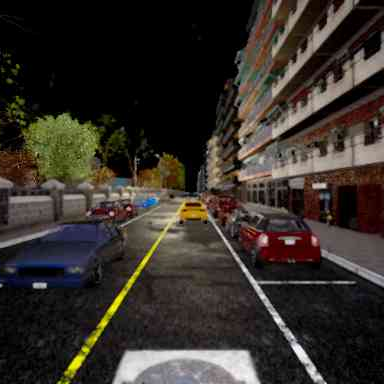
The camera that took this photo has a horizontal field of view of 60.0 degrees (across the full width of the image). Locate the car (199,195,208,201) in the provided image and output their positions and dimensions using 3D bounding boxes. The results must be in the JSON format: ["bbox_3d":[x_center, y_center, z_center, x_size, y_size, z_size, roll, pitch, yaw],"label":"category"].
[{"bbox_3d":[2.695,1.316,78.640,1.947,1.339,4.313,0,0,0],"label":"car"}]

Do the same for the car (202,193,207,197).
[{"bbox_3d":[2.695,1.274,44.857,1.967,1.590,4.097,0,0,0],"label":"car"}]

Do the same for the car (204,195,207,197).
[{"bbox_3d":[2.694,1.396,39.229,1.887,1.381,4.507,0,0,0],"label":"car"}]

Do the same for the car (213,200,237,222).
[{"bbox_3d":[2.694,1.455,22.338,1.887,1.381,4.507,0,0,0],"label":"car"}]

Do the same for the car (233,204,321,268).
[{"bbox_3d":[2.694,1.394,11.078,1.967,1.590,4.097,0,0,0],"label":"car"}]

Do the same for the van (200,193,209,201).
[{"bbox_3d":[2.696,1.104,73.009,1.690,1.788,3.998,0,0,0],"label":"van"}]

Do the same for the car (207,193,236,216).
[{"bbox_3d":[2.695,1.205,27.967,2.192,1.841,5.009,0,0,0],"label":"car"}]

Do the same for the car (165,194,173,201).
[{"bbox_3d":[-5.685,1.289,72.840,1.752,1.417,4.829,0,0,0],"label":"car"}]

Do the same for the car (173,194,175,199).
[{"bbox_3d":[-5.684,1.289,89.902,1.947,1.339,4.313,0,0,0],"label":"car"}]

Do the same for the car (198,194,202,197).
[{"bbox_3d":[0.098,1.394,46.409,1.994,1.385,4.181,0,0,0],"label":"car"}]

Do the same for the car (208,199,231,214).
[{"bbox_3d":[2.694,1.420,33.599,2.008,1.369,4.403,0,0,0],"label":"car"}]

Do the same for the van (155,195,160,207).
[{"bbox_3d":[-5.685,1.175,44.857,1.690,1.788,3.998,0,0,0],"label":"van"}]

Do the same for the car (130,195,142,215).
[{"bbox_3d":[-5.686,1.330,27.968,1.967,1.590,4.097,0,0,0],"label":"car"}]

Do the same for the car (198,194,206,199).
[{"bbox_3d":[2.696,1.268,89.901,1.887,1.381,4.507,0,0,0],"label":"car"}]

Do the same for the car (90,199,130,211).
[{"bbox_3d":[-5.687,1.351,22.339,1.967,1.590,4.097,0,0,0],"label":"car"}]

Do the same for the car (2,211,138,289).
[{"bbox_3d":[-3.079,1.508,9.415,2.033,1.411,5.357,0,0,0],"label":"car"}]

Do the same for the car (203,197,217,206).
[{"bbox_3d":[2.694,1.400,50.489,1.802,1.307,4.206,0,0,0],"label":"car"}]

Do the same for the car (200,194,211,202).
[{"bbox_3d":[2.695,1.216,67.378,1.967,1.590,4.097,0,0,0],"label":"car"}]

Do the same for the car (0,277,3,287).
[{"bbox_3d":[-5.687,1.292,5.447,2.192,1.841,5.009,0,0,0],"label":"car"}]

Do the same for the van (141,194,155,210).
[{"bbox_3d":[-5.686,1.192,39.228,1.690,1.788,3.998,0,0,0],"label":"van"}]

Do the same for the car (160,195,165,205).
[{"bbox_3d":[-5.686,1.369,50.488,2.008,1.369,4.403,0,0,0],"label":"car"}]

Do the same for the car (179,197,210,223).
[{"bbox_3d":[0.100,1.379,24.591,1.882,1.535,5.008,0,1,0],"label":"car"}]

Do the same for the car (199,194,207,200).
[{"bbox_3d":[2.696,1.287,84.270,2.008,1.369,4.403,0,0,0],"label":"car"}]

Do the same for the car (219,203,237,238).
[{"bbox_3d":[2.693,1.483,16.708,2.008,1.369,4.403,0,0,0],"label":"car"}]
